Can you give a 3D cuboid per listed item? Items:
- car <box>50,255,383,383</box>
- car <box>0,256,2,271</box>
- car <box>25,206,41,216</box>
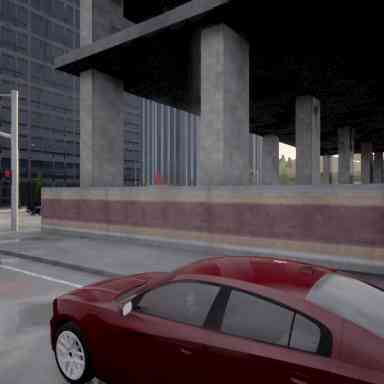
[{"bbox_3d":[0.425,1.478,3.686,5.008,1.535,1.882,0,0,35],"label":"car"},{"bbox_3d":[-6.923,1.564,8.871,4.181,1.385,1.994,0,0,36],"label":"car"},{"bbox_3d":[-14.129,1.656,33.535,1.895,1.301,4.718,0,0,36],"label":"car"}]
